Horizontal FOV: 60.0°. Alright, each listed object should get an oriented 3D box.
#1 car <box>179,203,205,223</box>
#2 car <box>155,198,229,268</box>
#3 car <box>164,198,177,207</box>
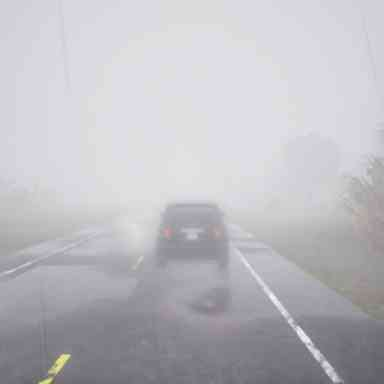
[{"bbox_3d":[0.046,1.709,27.671,1.994,1.385,4.181,0,0,0],"label":"car"},{"bbox_3d":[0.031,1.283,11.618,2.150,2.045,5.566,0,0,1],"label":"car"},{"bbox_3d":[-3.567,1.789,57.083,1.882,1.535,5.008,0,0,0],"label":"car"}]
